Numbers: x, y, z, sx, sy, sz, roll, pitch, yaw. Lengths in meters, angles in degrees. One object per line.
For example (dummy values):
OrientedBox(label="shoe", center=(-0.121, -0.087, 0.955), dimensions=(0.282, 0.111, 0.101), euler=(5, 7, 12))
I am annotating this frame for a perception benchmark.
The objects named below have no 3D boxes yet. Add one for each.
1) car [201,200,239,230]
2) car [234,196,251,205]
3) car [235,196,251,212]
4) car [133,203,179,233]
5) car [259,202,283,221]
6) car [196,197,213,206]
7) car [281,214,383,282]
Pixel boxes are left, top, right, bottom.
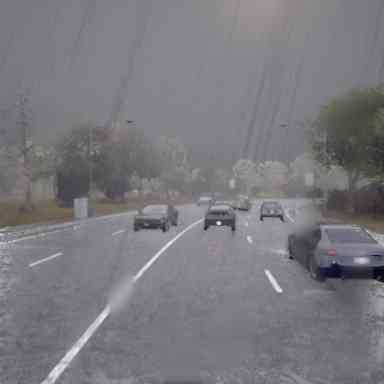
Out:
OrientedBox(label="car", center=(1.858, 1.478, 20.921), dimensions=(1.837, 1.490, 4.892), euler=(0, 0, 9))
OrientedBox(label="car", center=(8.942, 1.438, 58.699), dimensions=(1.837, 1.490, 4.892), euler=(0, 0, 24))
OrientedBox(label="car", center=(5.741, 1.523, 38.806), dimensions=(1.994, 1.385, 4.181), euler=(0, 0, 16))
OrientedBox(label="car", center=(-2.035, 1.437, 19.880), dimensions=(1.882, 1.535, 5.008), euler=(0, 0, 8))
OrientedBox(label="car", center=(6.522, 1.529, 27.466), dimensions=(2.033, 1.411, 5.357), euler=(0, 0, 11))
OrientedBox(label="car", center=(2.050, 1.441, 50.790), dimensions=(1.812, 1.442, 4.674), euler=(0, 0, 20))
OrientedBox(label="car", center=(4.107, 1.563, 9.758), dimensions=(1.994, 1.385, 4.181), euler=(0, 0, 4))
